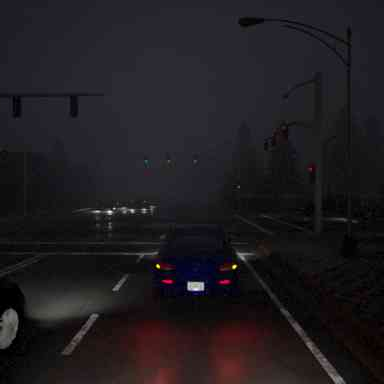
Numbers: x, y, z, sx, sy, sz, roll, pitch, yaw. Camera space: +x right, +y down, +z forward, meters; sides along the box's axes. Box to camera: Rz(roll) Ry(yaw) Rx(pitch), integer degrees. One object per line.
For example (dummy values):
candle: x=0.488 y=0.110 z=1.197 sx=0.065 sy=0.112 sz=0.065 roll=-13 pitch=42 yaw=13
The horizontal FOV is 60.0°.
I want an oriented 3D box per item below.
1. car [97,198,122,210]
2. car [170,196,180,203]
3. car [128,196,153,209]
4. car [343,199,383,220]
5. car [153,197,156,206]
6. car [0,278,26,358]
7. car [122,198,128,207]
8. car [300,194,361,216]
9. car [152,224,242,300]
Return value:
car: x=-10.654 y=1.526 z=42.285 sx=1.812 sy=1.442 sz=4.674 roll=0 pitch=0 yaw=0
car: x=-3.497 y=1.564 z=69.948 sx=1.994 sy=1.385 sz=4.181 roll=0 pitch=0 yaw=0
car: x=-7.159 y=1.352 z=46.346 sx=2.097 sy=1.767 sz=4.553 roll=0 pitch=0 yaw=0
car: x=15.878 y=1.547 z=27.606 sx=5.357 sy=1.411 sz=2.033 roll=0 pitch=0 yaw=0
car: x=-7.148 y=1.505 z=55.487 sx=1.837 sy=1.490 sz=4.892 roll=0 pitch=0 yaw=0
car: x=-3.442 y=1.506 z=3.110 sx=1.837 sy=1.490 sz=4.892 roll=0 pitch=0 yaw=0
car: x=-10.659 y=1.601 z=51.384 sx=1.895 sy=1.301 sz=4.718 roll=0 pitch=0 yaw=0
car: x=13.055 y=1.222 z=31.104 sx=5.566 sy=2.045 sz=2.150 roll=0 pitch=0 yaw=0
car: x=0.137 y=1.526 z=8.290 sx=1.812 sy=1.442 sz=4.674 roll=0 pitch=0 yaw=2
